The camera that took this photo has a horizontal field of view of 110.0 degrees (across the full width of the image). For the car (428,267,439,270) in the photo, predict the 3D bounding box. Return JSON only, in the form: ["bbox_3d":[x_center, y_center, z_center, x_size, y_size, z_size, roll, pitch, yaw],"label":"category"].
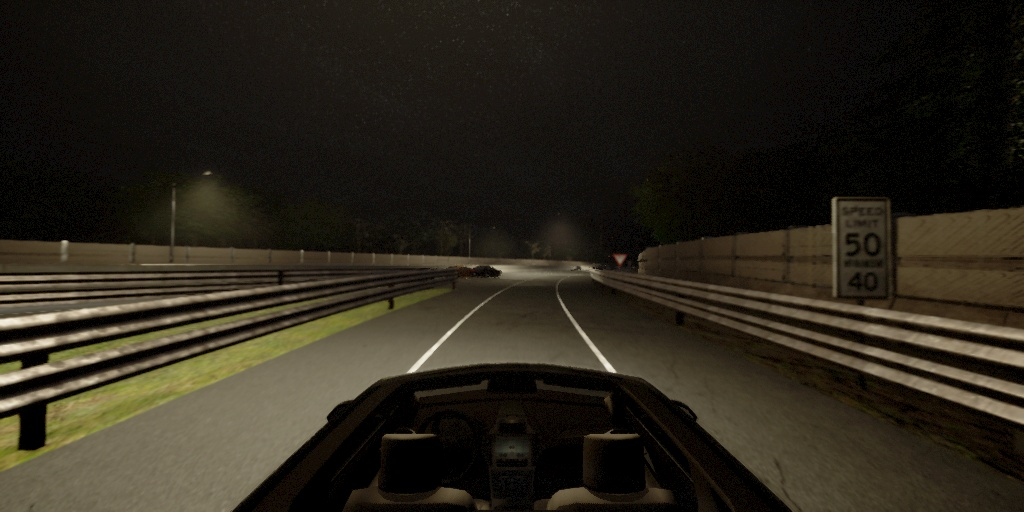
[{"bbox_3d":[-9.296,1.979,44.639,1.895,1.301,4.718,0,-1,26],"label":"car"}]

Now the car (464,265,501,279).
[{"bbox_3d":[-3.028,1.848,41.523,1.882,1.535,5.008,0,-1,26],"label":"car"}]

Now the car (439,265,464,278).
[{"bbox_3d":[-6.168,1.852,43.073,1.882,1.535,5.008,0,-1,26],"label":"car"}]
